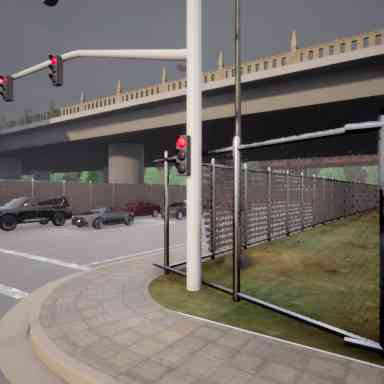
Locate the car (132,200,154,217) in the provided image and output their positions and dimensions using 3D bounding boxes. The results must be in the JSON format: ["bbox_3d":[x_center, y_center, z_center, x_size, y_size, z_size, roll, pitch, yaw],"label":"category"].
[{"bbox_3d":[-4.901,1.533,29.630,1.882,1.535,5.008,0,0,35],"label":"car"}]

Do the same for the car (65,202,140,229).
[{"bbox_3d":[-5.857,1.619,22.224,1.994,1.385,4.181,0,0,35],"label":"car"}]

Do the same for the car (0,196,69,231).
[{"bbox_3d":[-10.576,1.277,21.628,2.150,2.045,5.566,0,0,36],"label":"car"}]
